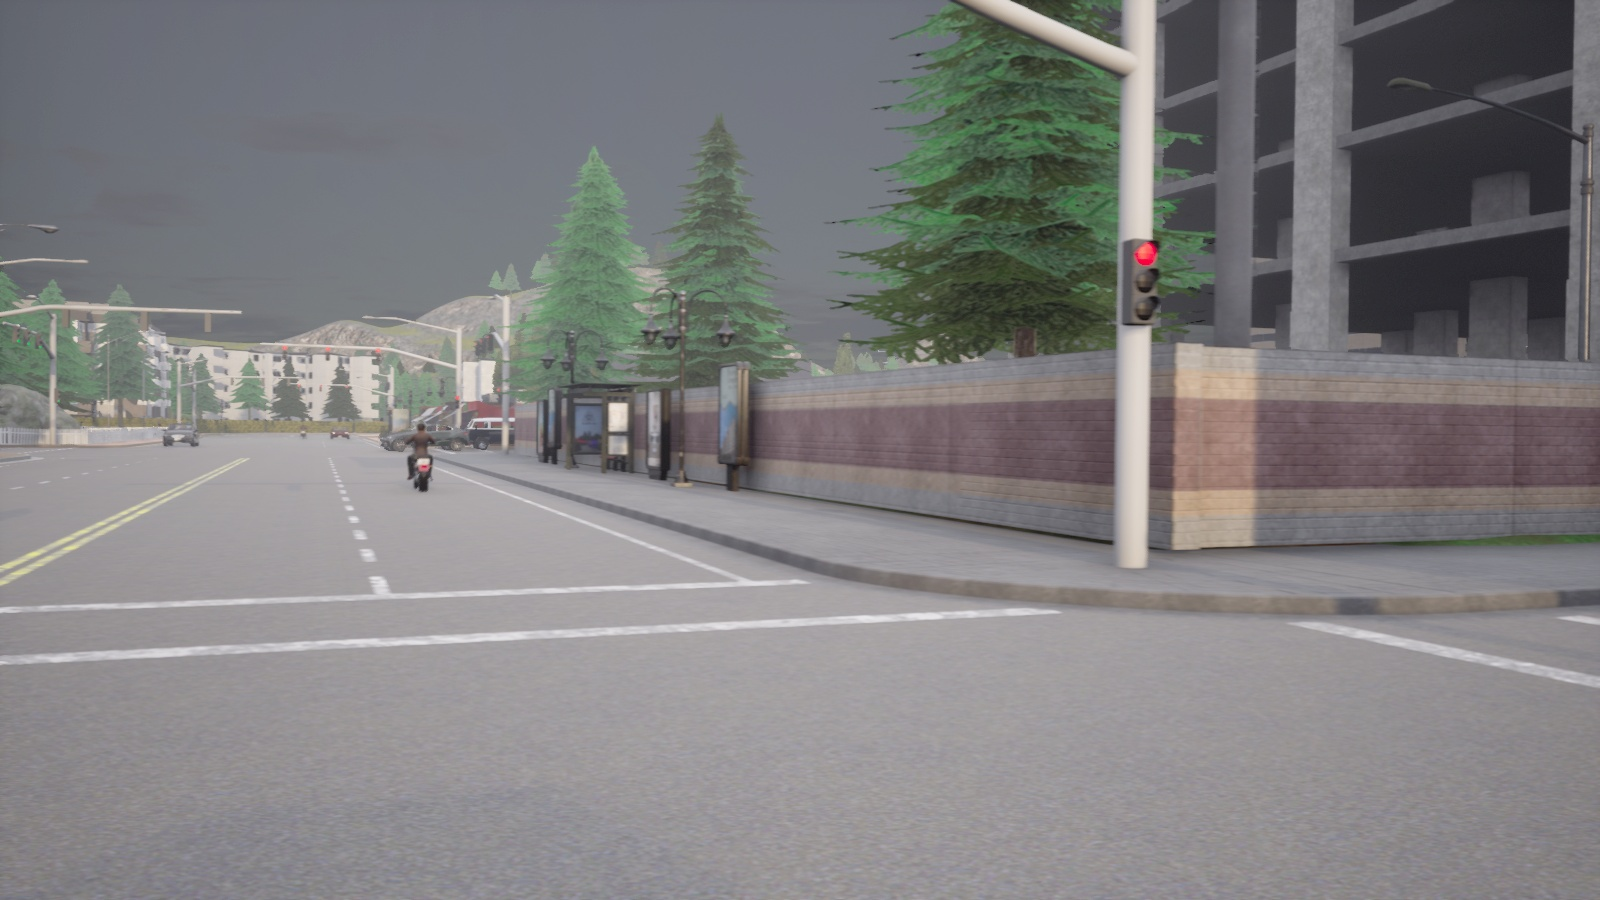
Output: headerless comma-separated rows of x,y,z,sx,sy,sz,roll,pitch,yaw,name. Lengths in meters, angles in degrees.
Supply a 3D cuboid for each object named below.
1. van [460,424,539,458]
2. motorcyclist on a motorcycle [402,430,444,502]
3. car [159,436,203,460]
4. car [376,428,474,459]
-18.727,-0.604,78.213,4.480,2.038,2.069,-1,1,-22,van
-9.026,0.358,30.000,0.766,1.649,2.350,-1,1,-21,motorcyclist on a motorcycle
-40.316,-0.143,81.920,2.128,1.511,4.902,-1,1,-21,car
-21.679,-0.403,72.653,5.027,1.651,2.152,-2,1,-32,car
